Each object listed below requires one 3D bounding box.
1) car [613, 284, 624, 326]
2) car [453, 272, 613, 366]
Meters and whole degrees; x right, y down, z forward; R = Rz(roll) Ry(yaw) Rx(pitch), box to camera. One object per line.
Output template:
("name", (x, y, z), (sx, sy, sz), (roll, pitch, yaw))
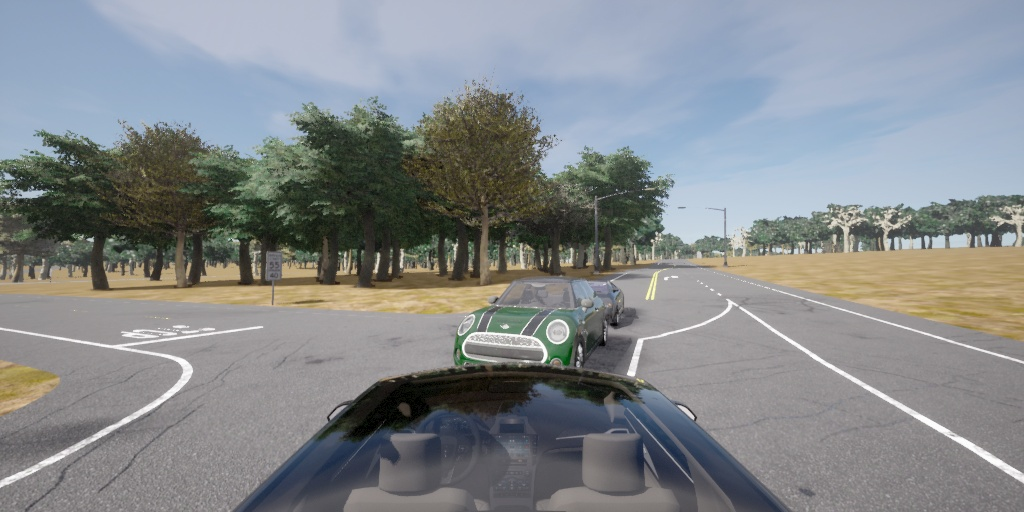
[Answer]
("car", (2.897, 1.554, 12.912), (1.994, 1.385, 4.181), (-2, 0, 22))
("car", (0.676, 1.222, 7.478), (2.097, 1.767, 4.553), (-1, -2, 22))
